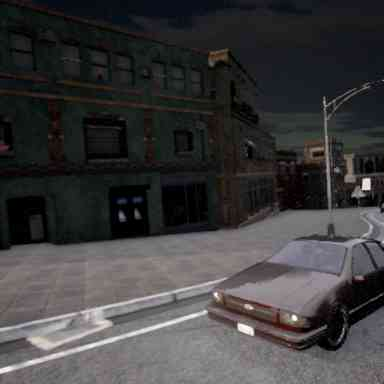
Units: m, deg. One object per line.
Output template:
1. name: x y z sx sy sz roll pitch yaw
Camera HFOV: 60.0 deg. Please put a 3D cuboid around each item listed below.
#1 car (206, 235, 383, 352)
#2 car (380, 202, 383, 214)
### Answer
1. car: 2.735 1.600 6.576 5.357 1.411 2.033 0 -1 -42
2. car: 26.027 2.013 43.904 1.882 1.535 5.008 -2 -2 33
